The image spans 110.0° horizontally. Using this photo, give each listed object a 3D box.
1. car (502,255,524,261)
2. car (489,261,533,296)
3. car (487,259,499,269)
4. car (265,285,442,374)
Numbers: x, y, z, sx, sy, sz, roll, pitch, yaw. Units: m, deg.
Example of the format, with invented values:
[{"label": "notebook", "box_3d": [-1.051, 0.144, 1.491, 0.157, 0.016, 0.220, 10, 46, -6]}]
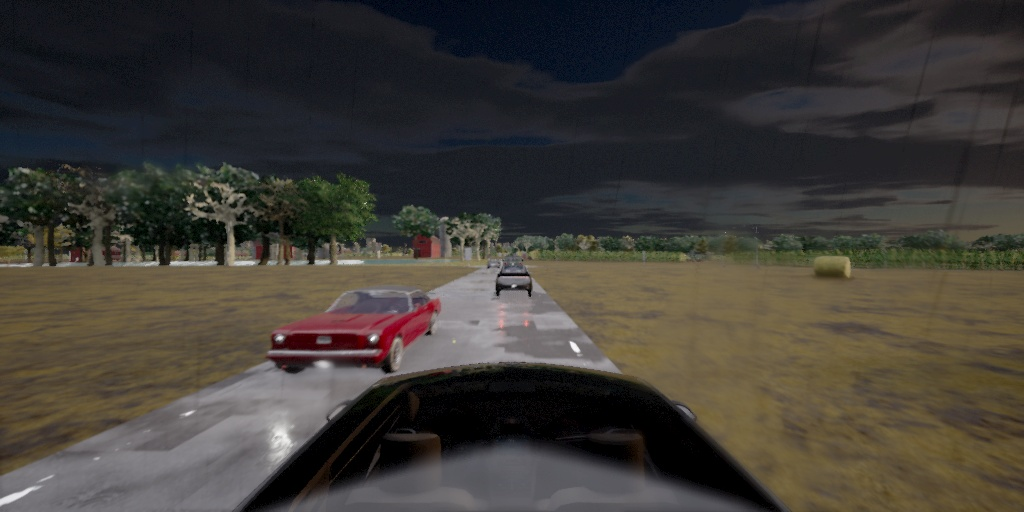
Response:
[{"label": "car", "box_3d": [0.087, 0.937, 38.717, 2.150, 2.045, 5.566, 0, 0, 0]}, {"label": "car", "box_3d": [0.091, 1.231, 19.387, 2.128, 1.511, 4.902, 0, 0, 0]}, {"label": "car", "box_3d": [-2.773, 1.185, 54.394, 2.128, 1.511, 4.902, 0, 0, 0]}, {"label": "car", "box_3d": [-2.852, 1.349, 7.654, 1.895, 1.301, 4.718, 0, 0, 0]}]
